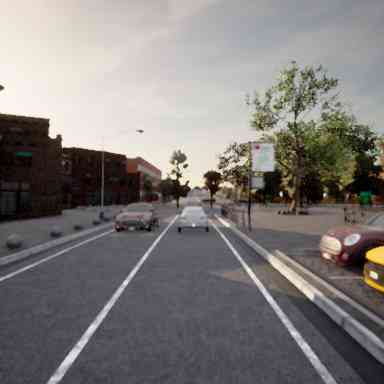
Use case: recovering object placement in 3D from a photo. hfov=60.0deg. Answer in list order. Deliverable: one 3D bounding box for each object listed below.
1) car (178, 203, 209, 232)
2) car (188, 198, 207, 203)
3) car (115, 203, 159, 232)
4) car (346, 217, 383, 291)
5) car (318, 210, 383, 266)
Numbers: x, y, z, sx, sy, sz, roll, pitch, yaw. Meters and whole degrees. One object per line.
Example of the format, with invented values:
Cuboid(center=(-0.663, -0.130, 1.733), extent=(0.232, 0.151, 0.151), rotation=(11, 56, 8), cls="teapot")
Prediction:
Cuboid(center=(0.089, 1.651, 20.927), extent=(1.812, 1.442, 4.674), rotation=(0, -1, 0), cls="car")
Cuboid(center=(0.295, 1.790, 36.529), extent=(2.097, 1.767, 4.553), rotation=(0, -1, 3), cls="car")
Cuboid(center=(-3.306, 1.471, 20.628), extent=(2.097, 1.767, 4.553), rotation=(0, -1, 0), cls="car")
Cuboid(center=(6.218, 1.426, 6.827), extent=(5.008, 1.535, 2.097), rotation=(0, 0, -1), cls="car")
Cuboid(center=(6.216, 1.291, 9.862), extent=(4.553, 1.767, 2.185), rotation=(0, 0, -1), cls="car")
